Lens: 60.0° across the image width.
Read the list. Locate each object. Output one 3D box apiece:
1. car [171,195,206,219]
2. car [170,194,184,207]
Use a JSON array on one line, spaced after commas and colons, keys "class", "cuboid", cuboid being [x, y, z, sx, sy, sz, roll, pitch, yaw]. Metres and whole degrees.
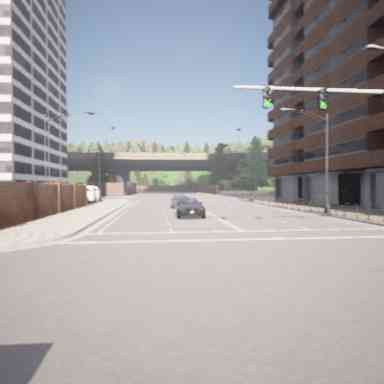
[{"class": "car", "cuboid": [-0.213, 1.134, 24.307, 1.994, 1.385, 4.181, 0, 1, -6]}, {"class": "car", "cuboid": [-1.313, 0.941, 34.719, 2.033, 1.411, 5.357, 0, 1, -6]}]
